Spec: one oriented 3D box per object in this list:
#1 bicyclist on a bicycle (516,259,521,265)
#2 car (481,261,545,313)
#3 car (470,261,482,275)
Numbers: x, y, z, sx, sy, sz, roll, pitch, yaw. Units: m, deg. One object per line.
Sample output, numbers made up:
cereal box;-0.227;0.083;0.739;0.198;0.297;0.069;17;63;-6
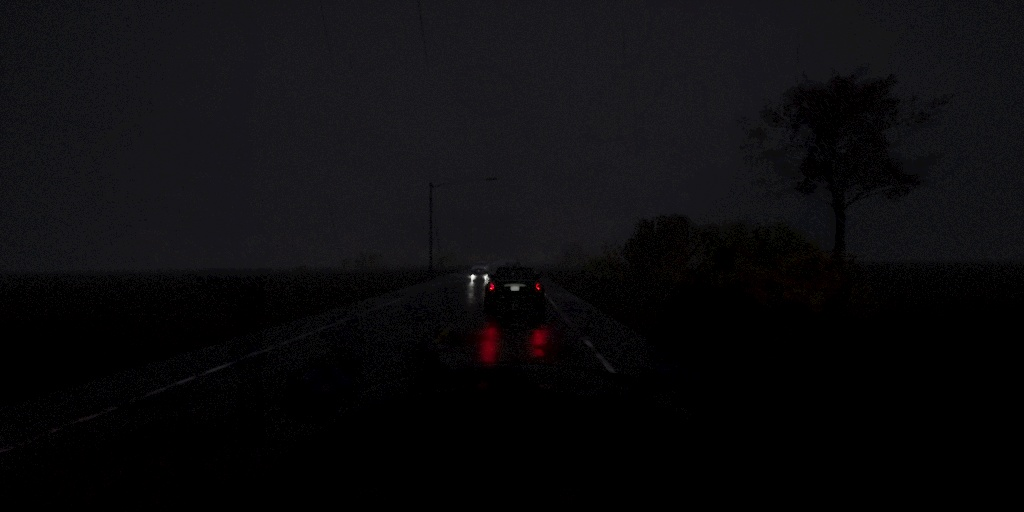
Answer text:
bicyclist on a bicycle;0.961;1.251;56.027;0.866;1.612;1.509;0;-1;1
car;0.102;1.121;14.305;2.097;1.767;4.553;0;0;0
car;-3.572;1.322;40.995;1.812;1.442;4.674;0;0;0
